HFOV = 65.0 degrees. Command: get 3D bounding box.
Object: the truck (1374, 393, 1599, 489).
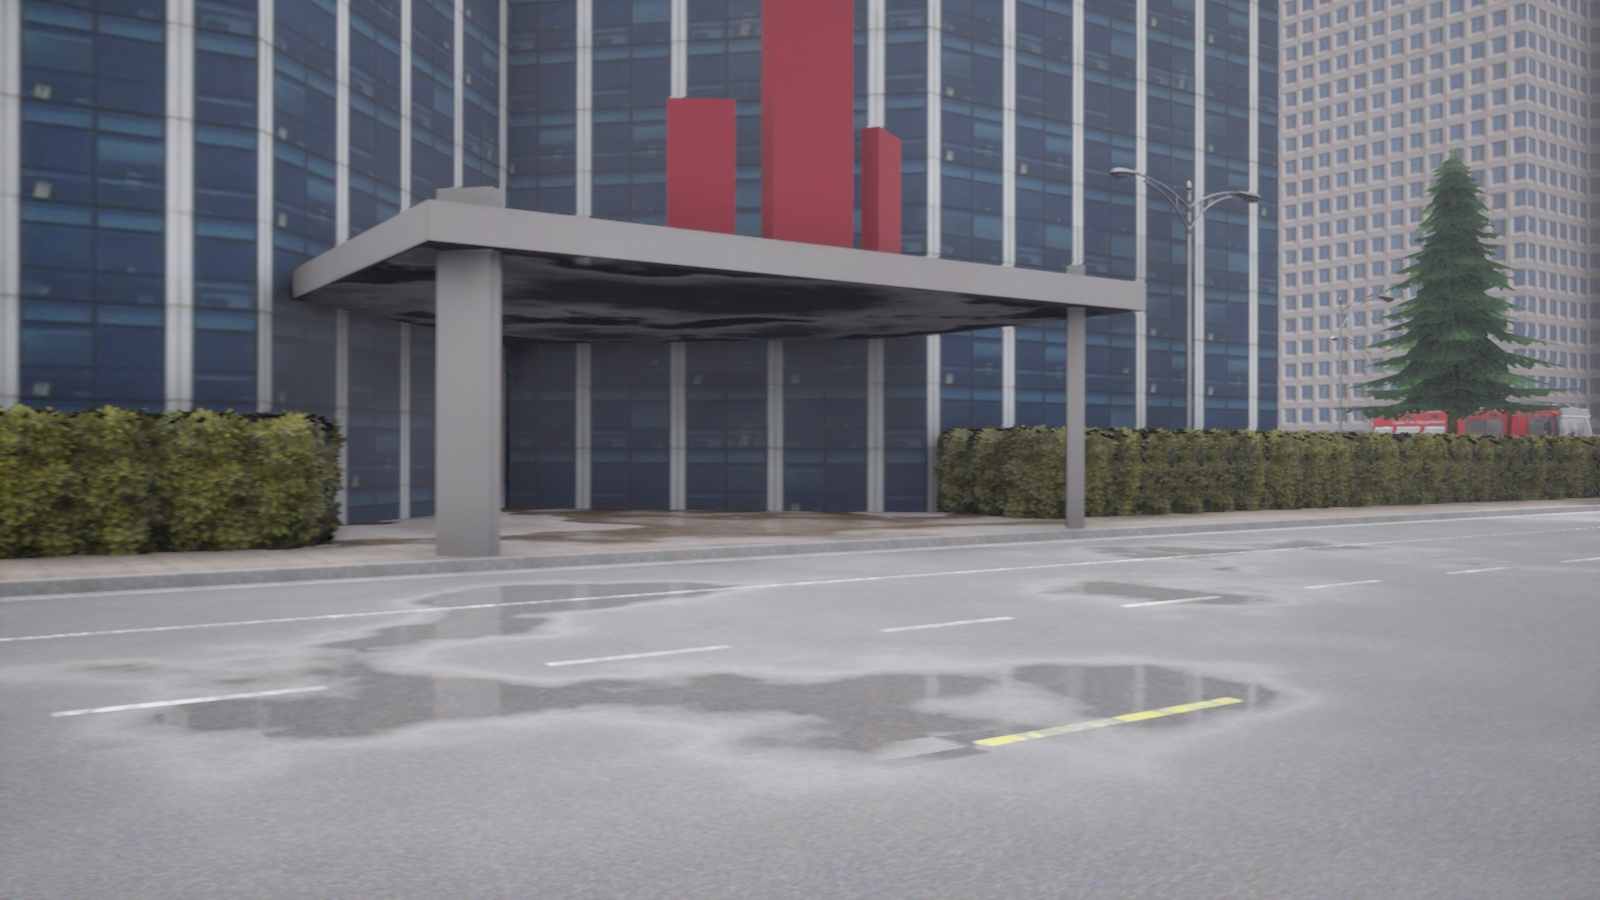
[{"bbox_3d":[29.846,-0.349,54.772,2.891,3.827,8.468,0,0,-34],"label":"truck"}]
